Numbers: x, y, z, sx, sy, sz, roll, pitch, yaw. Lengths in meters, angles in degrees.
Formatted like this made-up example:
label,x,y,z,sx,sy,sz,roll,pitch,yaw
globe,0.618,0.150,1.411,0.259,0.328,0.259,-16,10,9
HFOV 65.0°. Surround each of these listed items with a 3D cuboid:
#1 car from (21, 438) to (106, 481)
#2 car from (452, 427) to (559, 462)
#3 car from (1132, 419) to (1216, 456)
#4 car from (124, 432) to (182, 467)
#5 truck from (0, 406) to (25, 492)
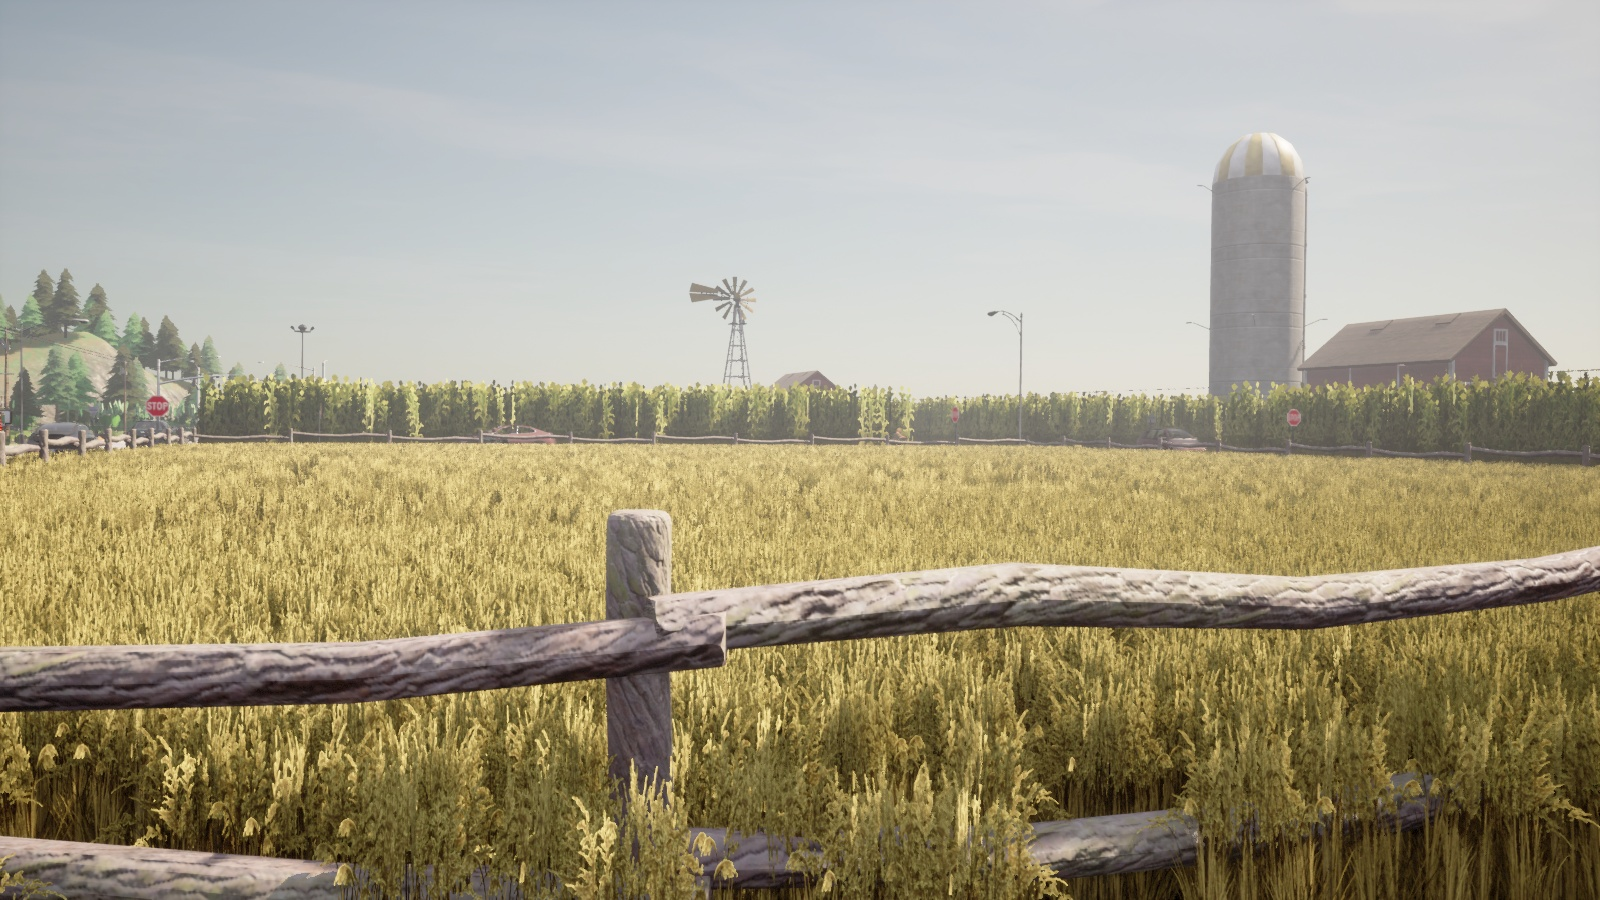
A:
label,x,y,z,sx,sy,sz,roll,pitch,yaw
car,-27.995,0.327,47.908,1.837,1.490,4.892,-1,1,-19
car,-14.786,-0.292,63.064,5.027,1.651,2.152,-1,1,-19
car,17.245,-0.619,58.160,1.851,1.617,3.988,-1,1,-16
car,-34.752,-0.067,67.534,2.097,1.767,4.553,-1,1,-19
truck,-24.240,0.008,34.492,2.627,2.467,5.204,0,1,0
